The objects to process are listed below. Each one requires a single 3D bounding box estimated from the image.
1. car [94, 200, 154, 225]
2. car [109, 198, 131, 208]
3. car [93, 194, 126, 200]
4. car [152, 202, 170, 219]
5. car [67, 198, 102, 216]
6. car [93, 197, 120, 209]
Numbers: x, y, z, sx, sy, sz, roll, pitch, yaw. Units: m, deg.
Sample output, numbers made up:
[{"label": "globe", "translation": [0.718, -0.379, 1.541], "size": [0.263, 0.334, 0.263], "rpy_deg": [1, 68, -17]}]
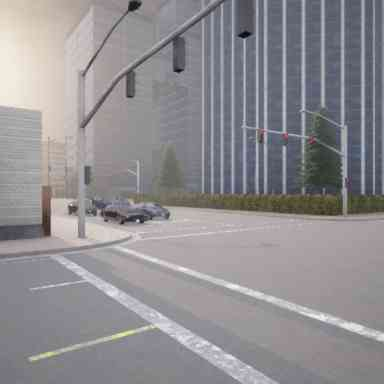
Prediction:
[{"label": "car", "translation": [-5.305, 1.603, 25.232], "size": [2.033, 1.411, 5.357], "rpy_deg": [0, 0, -36]}, {"label": "car", "translation": [-11.274, 1.619, 51.872], "size": [1.994, 1.385, 4.181], "rpy_deg": [0, 0, -36]}, {"label": "car", "translation": [-9.374, 1.277, 36.917], "size": [2.150, 2.045, 5.566], "rpy_deg": [0, 0, -36]}, {"label": "car", "translation": [-3.711, 1.581, 29.045], "size": [1.812, 1.442, 4.674], "rpy_deg": [0, 0, -36]}, {"label": "car", "translation": [-10.975, 1.560, 33.141], "size": [1.837, 1.490, 4.892], "rpy_deg": [0, 0, -36]}, {"label": "car", "translation": [-12.203, 1.547, 47.167], "size": [2.128, 1.511, 4.902], "rpy_deg": [0, 0, -36]}]
